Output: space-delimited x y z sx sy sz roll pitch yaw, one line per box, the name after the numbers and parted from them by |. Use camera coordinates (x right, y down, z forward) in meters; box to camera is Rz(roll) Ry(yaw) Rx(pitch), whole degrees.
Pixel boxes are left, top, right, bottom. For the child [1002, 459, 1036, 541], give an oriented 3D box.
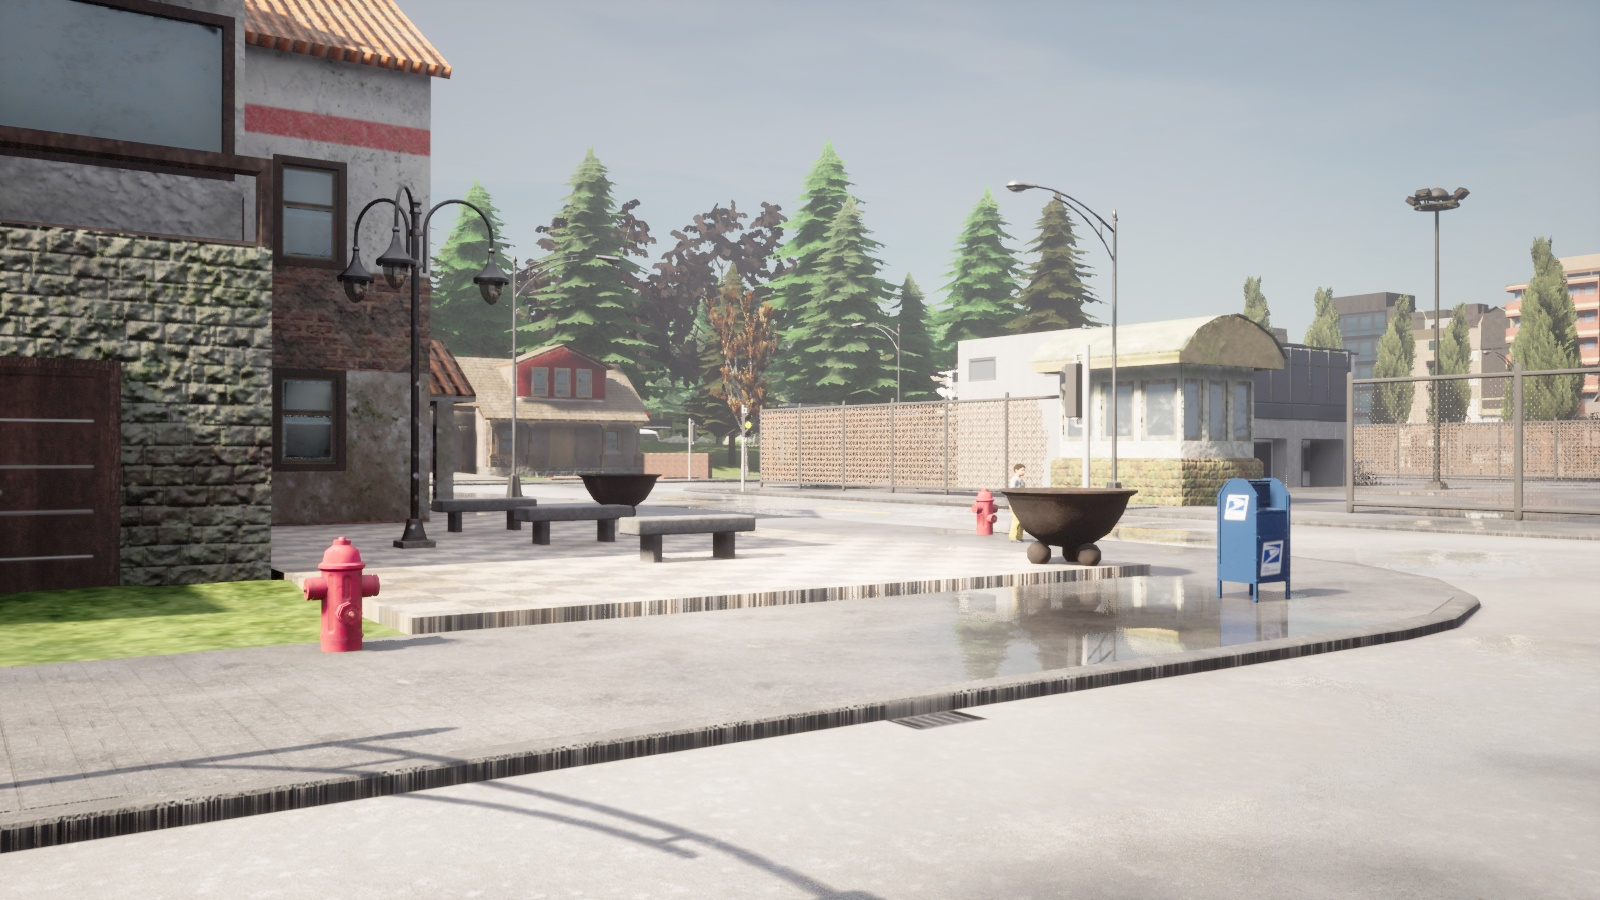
3.422 0.774 19.615 0.437 1.263 0.270 0 0 43 | child

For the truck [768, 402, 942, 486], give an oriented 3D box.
2.758 -0.276 61.118 8.468 3.827 2.891 0 0 -35 | truck
